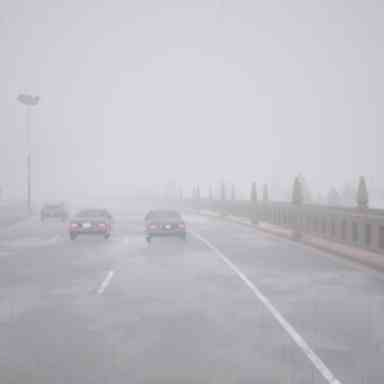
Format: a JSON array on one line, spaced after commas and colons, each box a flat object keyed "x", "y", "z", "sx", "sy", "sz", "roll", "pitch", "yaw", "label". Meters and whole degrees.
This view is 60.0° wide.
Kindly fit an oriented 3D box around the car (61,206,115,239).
[{"x": -5.109, "y": 1.538, "z": 17.335, "sx": 2.033, "sy": 1.411, "sz": 5.357, "roll": 0, "pitch": 0, "yaw": -10, "label": "car"}]

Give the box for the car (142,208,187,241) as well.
[{"x": -1.446, "y": 1.526, "z": 16.622, "sx": 2.033, "sy": 1.411, "sz": 5.357, "roll": 0, "pitch": 0, "yaw": -10, "label": "car"}]

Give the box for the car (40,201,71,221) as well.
[{"x": -11.025, "y": 1.488, "z": 27.002, "sx": 2.128, "sy": 1.511, "sz": 4.902, "roll": 0, "pitch": 0, "yaw": -16, "label": "car"}]
